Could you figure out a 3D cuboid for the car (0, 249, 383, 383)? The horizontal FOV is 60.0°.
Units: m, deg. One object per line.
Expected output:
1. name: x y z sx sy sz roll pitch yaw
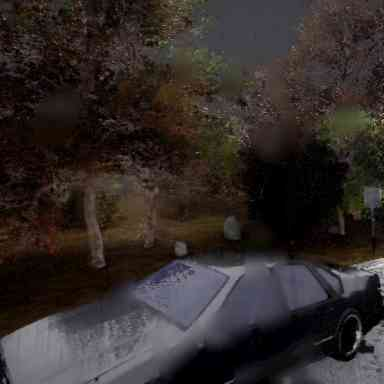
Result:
1. car: 0.502 1.543 4.348 5.357 1.411 2.033 0 0 -35
